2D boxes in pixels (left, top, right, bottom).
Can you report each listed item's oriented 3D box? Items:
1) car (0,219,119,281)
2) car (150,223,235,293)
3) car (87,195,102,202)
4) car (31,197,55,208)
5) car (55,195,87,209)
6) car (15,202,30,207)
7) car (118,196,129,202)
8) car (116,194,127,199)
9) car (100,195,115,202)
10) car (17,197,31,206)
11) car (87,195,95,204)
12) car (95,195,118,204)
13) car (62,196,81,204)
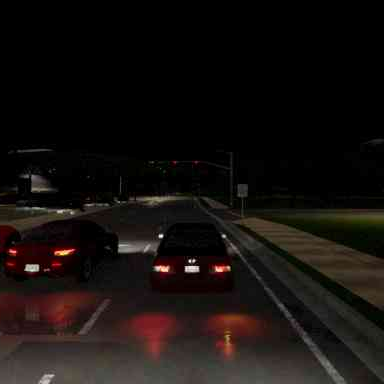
[{"bbox_3d":[-3.496,1.526,9.702,1.812,1.442,4.674,0,0,1],"label":"car"},{"bbox_3d":[0.007,1.547,8.991,2.033,1.411,5.357,0,0,0],"label":"car"},{"bbox_3d":[-23.268,1.525,79.491,2.128,1.511,4.902,0,0,0],"label":"car"},{"bbox_3d":[-20.668,1.564,48.114,1.994,1.385,4.181,0,0,12],"label":"car"},{"bbox_3d":[-16.200,1.477,44.896,1.882,1.535,5.008,0,0,-1],"label":"car"},{"bbox_3d":[-6.990,1.352,9.755,2.097,1.767,4.553,0,0,0],"label":"car"},{"bbox_3d":[-16.268,1.540,78.871,2.033,1.411,5.357,0,0,0],"label":"car"},{"bbox_3d":[-19.765,1.352,93.296,1.895,1.301,4.718,0,0,0],"label":"car"},{"bbox_3d":[-19.768,1.540,78.024,2.033,1.411,5.357,0,0,0],"label":"car"},{"bbox_3d":[-24.271,1.525,50.009,1.812,1.442,4.674,0,0,15],"label":"car"},{"bbox_3d":[-19.807,1.352,62.944,2.097,1.767,4.553,0,0,1],"label":"car"},{"bbox_3d":[-16.302,1.547,63.423,2.033,1.411,5.357,0,0,1],"label":"car"},{"bbox_3d":[-23.279,1.501,64.257,1.837,1.490,4.892,0,0,0],"label":"car"}]
